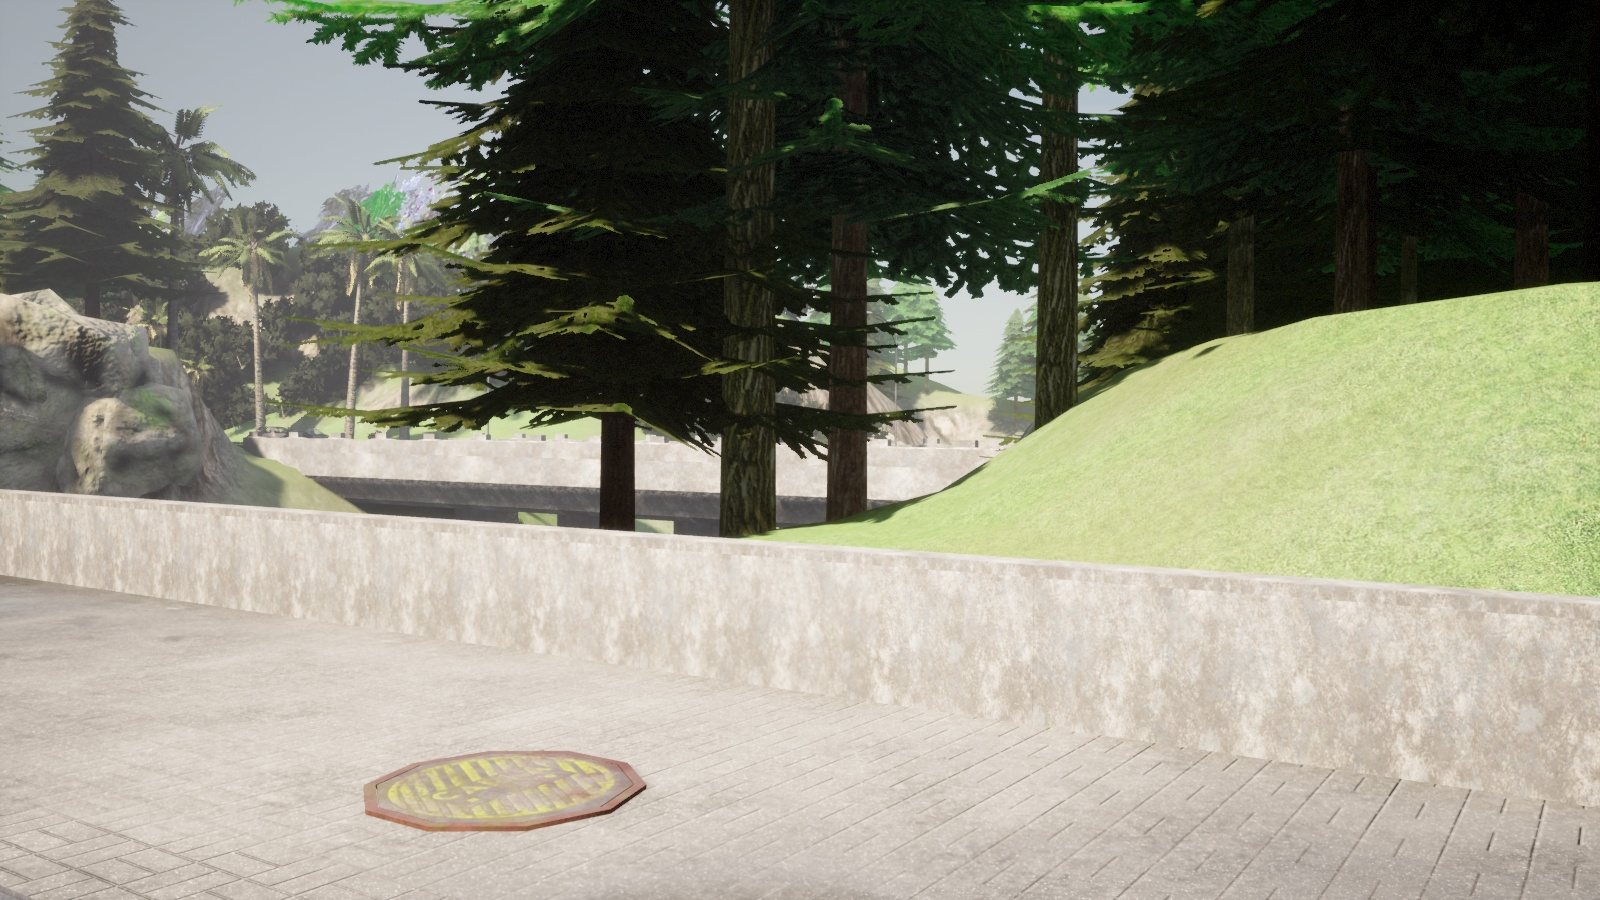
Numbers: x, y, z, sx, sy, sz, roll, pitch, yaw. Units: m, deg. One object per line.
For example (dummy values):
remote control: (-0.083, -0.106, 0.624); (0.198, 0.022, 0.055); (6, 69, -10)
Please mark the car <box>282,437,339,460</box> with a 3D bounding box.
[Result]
car: (-33.492, -0.123, 85.872); (3.633, 1.501, 1.845); (0, 1, 34)
